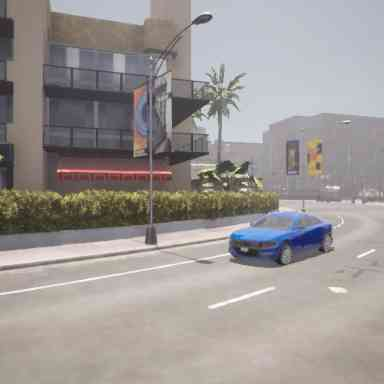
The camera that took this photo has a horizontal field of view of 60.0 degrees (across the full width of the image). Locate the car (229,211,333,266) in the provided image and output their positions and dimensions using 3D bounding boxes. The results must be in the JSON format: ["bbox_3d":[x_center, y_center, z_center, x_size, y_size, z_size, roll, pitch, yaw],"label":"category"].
[{"bbox_3d":[3.324,1.477,11.915,1.882,1.535,5.008,0,0,44],"label":"car"}]
